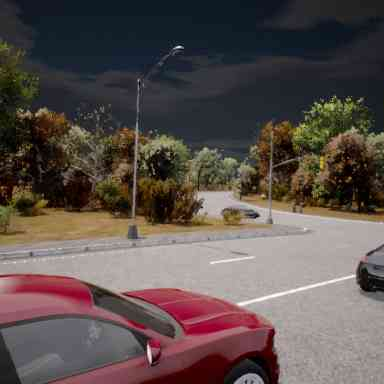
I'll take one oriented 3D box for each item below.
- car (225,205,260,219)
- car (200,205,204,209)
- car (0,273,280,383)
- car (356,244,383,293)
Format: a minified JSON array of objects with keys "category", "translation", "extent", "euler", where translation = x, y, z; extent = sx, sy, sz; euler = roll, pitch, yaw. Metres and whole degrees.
[{"category":"car","translation":[5.437,2.175,36.984],"extent":[2.033,1.411,5.357],"euler":[3,-1,-22]},{"category":"car","translation":[0.408,1.897,51.871],"extent":[1.994,1.385,4.181],"euler":[3,1,-15]},{"category":"car","translation":[-1.371,1.479,2.768],"extent":[5.008,1.535,1.882],"euler":[0,0,-36]},{"category":"car","translation":[5.777,1.665,7.922],"extent":[4.181,1.385,1.994],"euler":[1,-1,-35]}]
